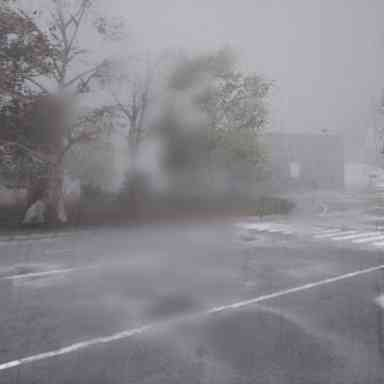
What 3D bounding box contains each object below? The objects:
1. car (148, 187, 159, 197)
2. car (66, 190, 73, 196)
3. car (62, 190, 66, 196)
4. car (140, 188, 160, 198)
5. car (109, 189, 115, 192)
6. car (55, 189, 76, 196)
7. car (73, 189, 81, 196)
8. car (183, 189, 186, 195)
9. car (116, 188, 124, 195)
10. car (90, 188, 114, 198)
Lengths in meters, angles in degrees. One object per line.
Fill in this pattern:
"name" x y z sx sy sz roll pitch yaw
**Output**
"car" -5.642 0.025 62.878 2.435 2.045 5.566 -2 1 16
"car" -26.887 0.154 79.110 2.185 1.767 4.553 0 2 18
"car" -29.250 0.244 80.818 1.946 1.575 5.366 0 3 19
"car" -8.036 0.191 64.593 2.185 1.767 4.553 -2 1 16
"car" -15.140 0.252 70.024 2.185 1.767 4.553 -1 2 17
"car" -31.500 0.199 82.863 2.097 1.535 5.008 0 3 19
"car" -24.539 0.316 77.299 2.097 1.535 5.008 0 2 18
"car" -0.839 0.199 59.342 2.231 1.521 4.892 -1 2 16
"car" -12.782 0.116 68.219 2.435 2.045 5.566 -2 2 17
"car" -19.870 0.119 73.591 2.435 2.045 5.566 0 2 18
